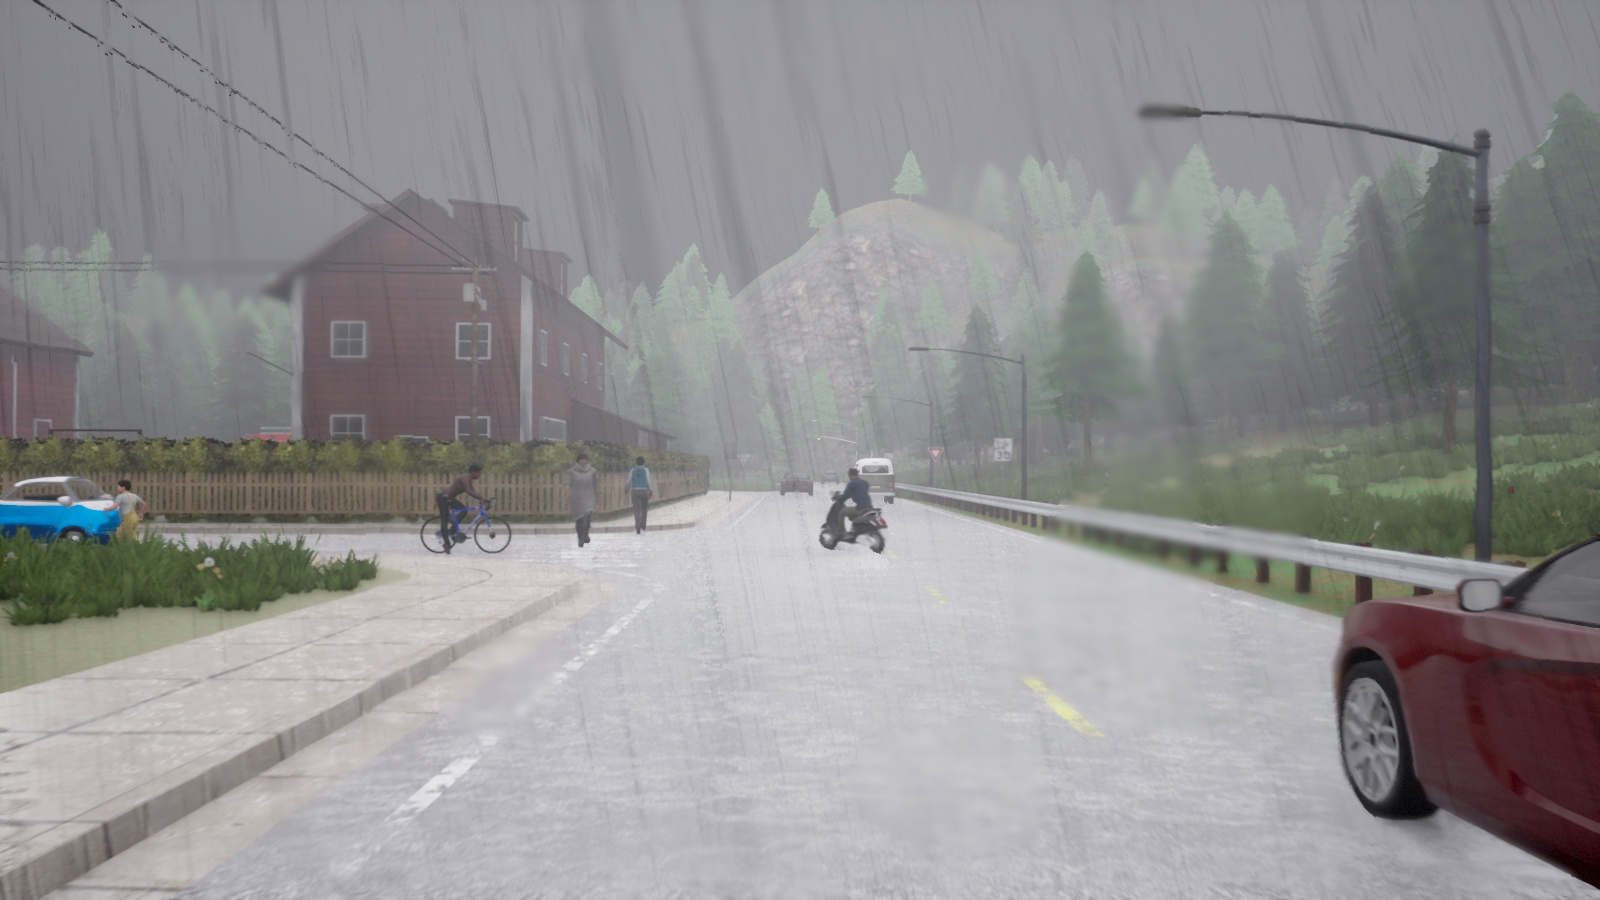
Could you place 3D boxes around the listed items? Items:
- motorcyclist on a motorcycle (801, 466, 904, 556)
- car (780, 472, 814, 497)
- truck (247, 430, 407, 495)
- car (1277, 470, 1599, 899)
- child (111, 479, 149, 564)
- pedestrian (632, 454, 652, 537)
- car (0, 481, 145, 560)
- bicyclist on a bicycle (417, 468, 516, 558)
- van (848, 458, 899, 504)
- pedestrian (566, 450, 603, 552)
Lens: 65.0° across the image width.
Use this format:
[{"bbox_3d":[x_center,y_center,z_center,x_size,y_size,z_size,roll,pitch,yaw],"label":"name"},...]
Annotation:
[{"bbox_3d":[0.974,1.120,23.706,0.866,1.590,1.817,-2,1,-42],"label":"motorcyclist on a motorcycle"},{"bbox_3d":[-0.167,1.952,71.884,1.895,1.301,4.718,1,0,0],"label":"car"},{"bbox_3d":[-28.231,0.756,75.234,8.468,3.827,2.891,0,-1,0],"label":"truck"},{"bbox_3d":[3.490,0.839,4.176,1.882,1.535,5.008,0,-1,0],"label":"car"},{"bbox_3d":[-10.092,1.073,18.929,0.437,1.263,0.270,0,-1,-7],"label":"child"},{"bbox_3d":[-3.731,1.060,29.620,0.396,1.930,0.692,0,-1,-2],"label":"pedestrian"},{"bbox_3d":[-13.431,1.267,22.887,2.207,1.376,1.481,0,-1,0],"label":"car"},{"bbox_3d":[-6.076,1.136,22.951,1.656,1.620,0.582,0,-1,-3],"label":"bicyclist on a bicycle"},{"bbox_3d":[3.359,1.395,57.823,2.069,2.038,4.480,0,-1,0],"label":"van"},{"bbox_3d":[-4.217,0.985,24.552,0.659,1.952,0.873,0,-1,-13],"label":"pedestrian"}]
